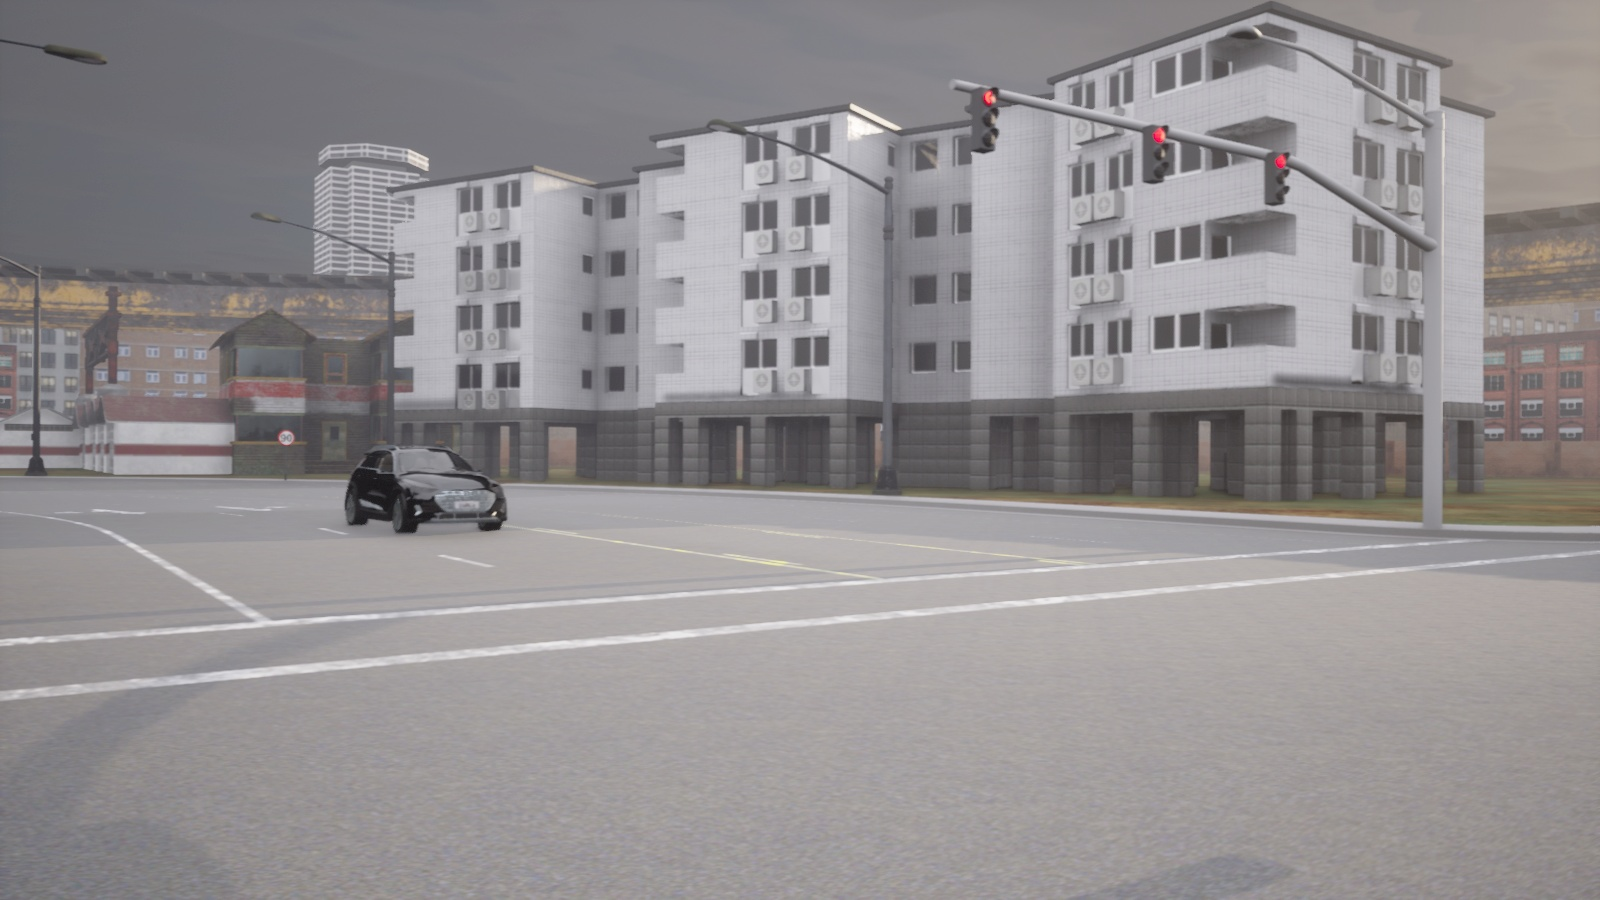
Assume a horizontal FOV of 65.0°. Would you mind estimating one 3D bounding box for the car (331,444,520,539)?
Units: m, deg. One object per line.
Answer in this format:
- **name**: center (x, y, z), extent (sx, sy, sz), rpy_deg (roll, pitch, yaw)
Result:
- **car**: center (-7.379, 0.733, 24.379), extent (2.033, 1.649, 4.856), rpy_deg (0, 0, -36)
